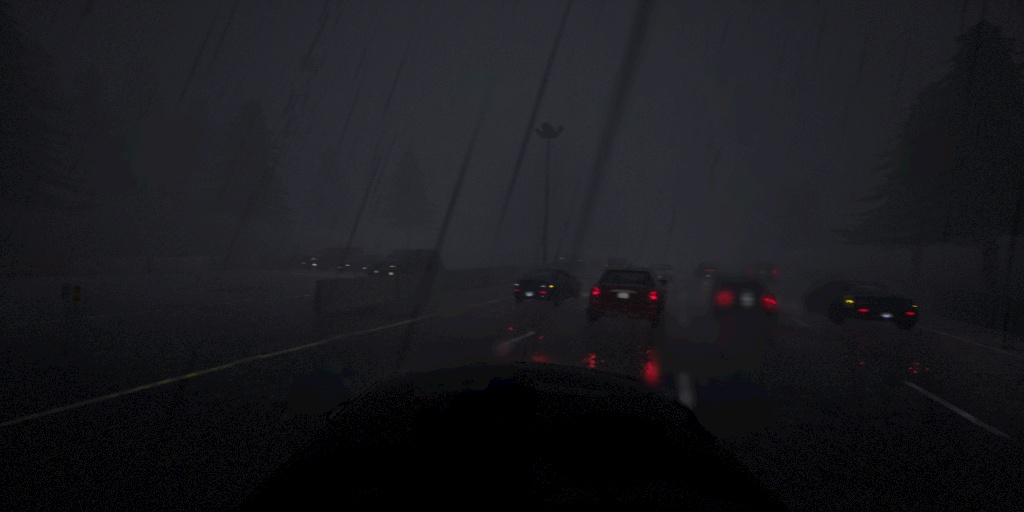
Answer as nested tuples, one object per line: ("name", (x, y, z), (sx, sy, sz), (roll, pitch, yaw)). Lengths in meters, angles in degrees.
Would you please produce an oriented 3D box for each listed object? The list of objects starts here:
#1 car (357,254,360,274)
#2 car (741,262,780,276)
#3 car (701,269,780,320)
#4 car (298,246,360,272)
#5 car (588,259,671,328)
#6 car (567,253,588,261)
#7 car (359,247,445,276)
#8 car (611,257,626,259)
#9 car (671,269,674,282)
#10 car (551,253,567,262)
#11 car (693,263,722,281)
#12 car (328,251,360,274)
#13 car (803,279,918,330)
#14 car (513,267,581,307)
("car", (-8.562, 0.742, 26.950), (2.033, 1.411, 5.357), (2, 1, 25))
("car", (19.410, 1.279, 28.259), (2.097, 1.767, 4.553), (2, 1, 25))
("car", (8.594, 1.444, 13.705), (2.033, 1.411, 5.357), (2, 1, 26))
("car", (-14.829, 0.187, 30.036), (2.150, 2.045, 5.566), (2, 1, 25))
("car", (4.026, 1.136, 12.054), (2.097, 1.767, 4.553), (2, 1, 25))
("car", (11.347, 0.215, 60.464), (2.097, 1.767, 4.553), (2, 2, 26))
("car", (-6.570, 0.537, 22.972), (2.150, 2.045, 5.566), (2, 1, 25))
("car", (9.712, 0.940, 32.302), (2.097, 1.767, 4.553), (2, 1, 25))
("car", (12.286, 1.315, 29.591), (1.895, 1.301, 4.718), (2, 1, 25))
("car", (9.153, 0.210, 63.950), (1.837, 1.490, 4.892), (2, 2, 26))
("car", (16.288, 1.318, 29.852), (1.837, 1.490, 4.892), (2, 2, 25))
("car", (-11.663, 0.585, 28.570), (1.837, 1.490, 4.892), (2, 1, 25))
("car", (11.930, 1.537, 12.551), (1.812, 1.442, 4.674), (2, 1, 25))
("car", (1.600, 1.195, 15.175), (1.812, 1.442, 4.674), (2, 1, 25))
